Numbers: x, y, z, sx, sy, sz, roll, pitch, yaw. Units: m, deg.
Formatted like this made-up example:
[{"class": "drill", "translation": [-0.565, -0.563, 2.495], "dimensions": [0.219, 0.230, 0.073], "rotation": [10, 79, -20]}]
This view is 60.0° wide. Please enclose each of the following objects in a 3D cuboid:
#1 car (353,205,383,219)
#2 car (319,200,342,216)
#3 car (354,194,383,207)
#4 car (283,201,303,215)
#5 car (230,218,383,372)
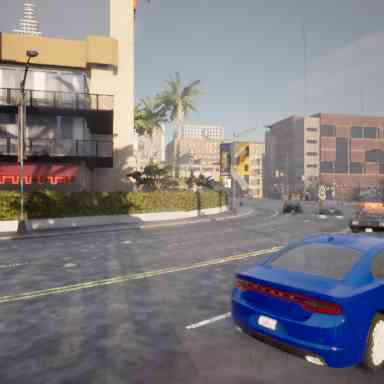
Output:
[{"class": "car", "translation": [10.058, 1.594, 18.117], "dimensions": [1.895, 1.301, 4.718], "rotation": [0, 0, 37]}, {"class": "car", "translation": [13.537, 1.510, 32.722], "dimensions": [1.812, 1.442, 4.674], "rotation": [0, 0, 18]}, {"class": "car", "translation": [17.215, 1.338, 32.452], "dimensions": [2.097, 1.767, 4.553], "rotation": [0, 0, 17]}, {"class": "car", "translation": [10.467, 1.582, 34.536], "dimensions": [1.895, 1.301, 4.718], "rotation": [0, 0, 16]}, {"class": "car", "translation": [2.827, 1.475, 5.797], "dimensions": [5.008, 1.535, 1.882], "rotation": [0, 0, -41]}]
